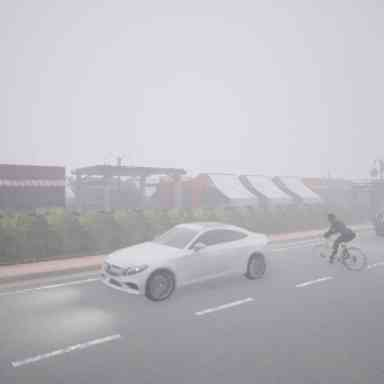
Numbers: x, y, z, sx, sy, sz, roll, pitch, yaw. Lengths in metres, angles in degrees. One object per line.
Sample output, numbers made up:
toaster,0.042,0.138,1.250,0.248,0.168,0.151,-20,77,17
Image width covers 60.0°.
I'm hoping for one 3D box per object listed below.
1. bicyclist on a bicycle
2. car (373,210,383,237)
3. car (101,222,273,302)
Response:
bicyclist on a bicycle,4.247,1.455,9.723,0.582,1.620,1.656,0,-2,-37
car,11.388,1.222,16.782,5.566,2.045,2.150,0,0,-36
car,0.086,1.526,8.419,4.674,1.442,1.812,0,0,-37
